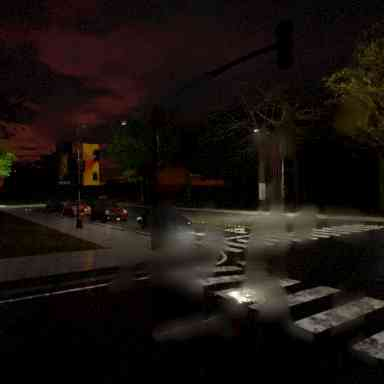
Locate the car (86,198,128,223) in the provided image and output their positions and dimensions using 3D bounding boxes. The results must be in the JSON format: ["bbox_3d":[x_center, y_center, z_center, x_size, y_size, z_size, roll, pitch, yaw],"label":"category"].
[{"bbox_3d":[-7.500,1.715,29.798,2.097,1.767,4.553,-1,0,-35],"label":"car"}]

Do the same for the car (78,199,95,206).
[{"bbox_3d":[-21.172,2.097,66.661,1.994,1.385,4.181,-1,0,-35],"label":"car"}]

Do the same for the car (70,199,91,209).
[{"bbox_3d":[-19.674,2.076,58.683,2.033,1.411,5.357,-1,0,-35],"label":"car"}]

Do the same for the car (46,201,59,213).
[{"bbox_3d":[-18.867,2.034,46.121,1.882,1.535,5.008,-1,0,-35],"label":"car"}]

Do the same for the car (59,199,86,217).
[{"bbox_3d":[-13.110,1.810,37.817,2.097,1.767,4.553,-1,0,-35],"label":"car"}]

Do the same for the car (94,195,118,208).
[{"bbox_3d":[-15.055,1.650,57.916,2.150,2.045,5.566,-1,0,-35],"label":"car"}]

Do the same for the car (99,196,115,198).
[{"bbox_3d":[-13.811,1.780,50.373,2.097,1.767,4.553,-1,0,-35],"label":"car"}]

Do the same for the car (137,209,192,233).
[{"bbox_3d":[-2.002,1.818,22.046,2.033,1.411,5.357,-1,0,-29],"label":"car"}]
